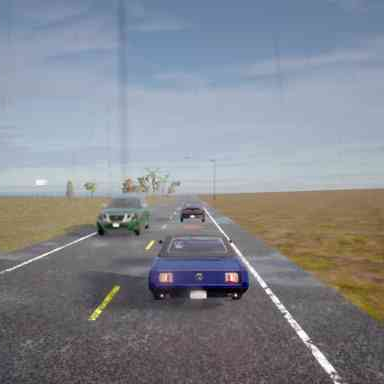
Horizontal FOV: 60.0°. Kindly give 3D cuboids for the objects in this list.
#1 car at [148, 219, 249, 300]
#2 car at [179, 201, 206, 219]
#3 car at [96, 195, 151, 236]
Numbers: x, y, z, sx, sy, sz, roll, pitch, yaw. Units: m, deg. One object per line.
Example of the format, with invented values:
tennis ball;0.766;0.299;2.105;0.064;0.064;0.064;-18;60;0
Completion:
car;0.088;1.603;8.345;1.895;1.301;4.718;0;0;-1
car;0.052;1.510;26.290;1.837;1.490;4.892;0;0;0
car;-3.634;1.225;18.631;2.150;2.045;5.566;0;0;0
